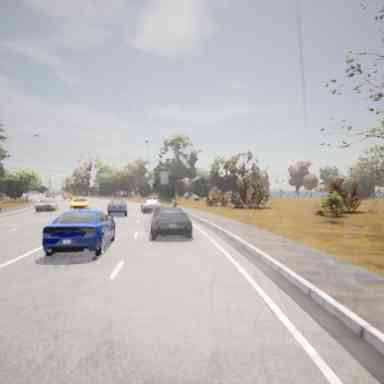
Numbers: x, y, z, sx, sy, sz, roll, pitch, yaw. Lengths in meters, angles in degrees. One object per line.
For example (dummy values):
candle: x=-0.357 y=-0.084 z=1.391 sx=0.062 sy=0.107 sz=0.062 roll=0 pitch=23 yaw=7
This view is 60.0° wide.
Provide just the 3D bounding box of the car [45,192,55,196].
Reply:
car: x=-31.832 y=0.769 z=74.636 sx=1.882 sy=1.535 sz=5.008 roll=0 pitch=0 yaw=-29

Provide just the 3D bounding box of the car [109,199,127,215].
car: x=-7.011 y=1.386 z=31.094 sx=2.033 sy=1.411 sz=5.357 roll=0 pitch=0 yaw=-13

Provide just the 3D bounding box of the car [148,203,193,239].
car: x=-1.118 y=1.473 z=16.997 sx=1.994 sy=1.385 sz=4.181 roll=0 pitch=0 yaw=-7

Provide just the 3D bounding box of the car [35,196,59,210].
car: x=-15.571 y=1.417 z=35.765 sx=1.895 sy=1.301 sz=4.718 roll=0 pitch=0 yaw=-15

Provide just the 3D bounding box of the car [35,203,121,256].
car: x=-4.178 y=1.413 z=12.992 sx=1.882 sy=1.535 sz=5.008 roll=0 pitch=0 yaw=-5

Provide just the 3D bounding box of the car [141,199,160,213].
car: x=-4.291 y=1.418 z=34.777 sx=1.895 sy=1.301 sz=4.718 roll=0 pitch=0 yaw=-13

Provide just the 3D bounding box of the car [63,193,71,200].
car: x=-27.299 y=1.027 z=73.649 sx=1.882 sy=1.535 sz=5.008 roll=0 pitch=0 yaw=-28

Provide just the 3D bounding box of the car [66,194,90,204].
car: x=-11.925 y=1.294 z=35.572 sx=1.882 sy=1.535 sz=5.008 roll=0 pitch=0 yaw=-15
